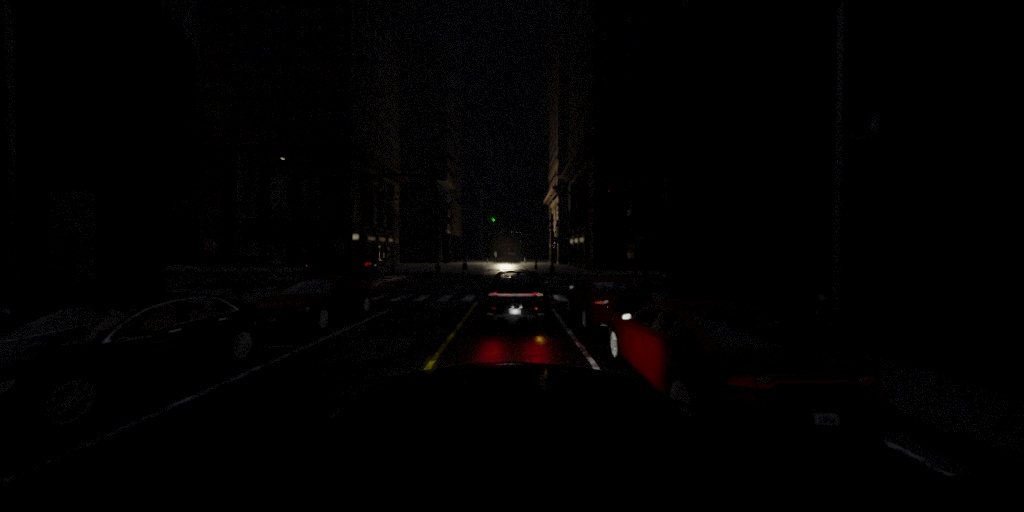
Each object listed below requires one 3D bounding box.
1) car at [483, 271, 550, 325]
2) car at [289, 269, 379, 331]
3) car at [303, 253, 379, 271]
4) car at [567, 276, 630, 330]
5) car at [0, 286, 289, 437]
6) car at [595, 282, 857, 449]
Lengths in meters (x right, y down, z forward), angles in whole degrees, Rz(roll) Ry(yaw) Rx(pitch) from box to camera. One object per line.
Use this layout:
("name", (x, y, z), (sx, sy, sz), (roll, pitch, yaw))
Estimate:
("car", (0.208, 1.221, 11.718), (2.128, 1.511, 4.902), (0, 0, 3))
("car", (-5.760, 1.276, 10.877), (1.888, 1.381, 4.507), (0, 0, 0))
("car", (-13.637, 0.790, 28.815), (5.566, 2.045, 2.150), (1, 1, 2))
("car", (2.765, 1.276, 10.873), (1.888, 1.381, 4.507), (0, 0, 0))
("car", (-5.763, 1.292, 5.371), (2.007, 1.370, 4.403), (0, 0, 0))
("car", (2.763, 1.288, 5.367), (1.888, 1.381, 4.507), (0, 0, 0))
